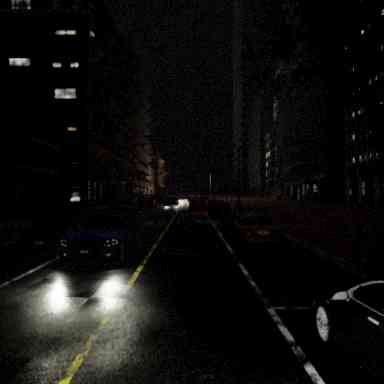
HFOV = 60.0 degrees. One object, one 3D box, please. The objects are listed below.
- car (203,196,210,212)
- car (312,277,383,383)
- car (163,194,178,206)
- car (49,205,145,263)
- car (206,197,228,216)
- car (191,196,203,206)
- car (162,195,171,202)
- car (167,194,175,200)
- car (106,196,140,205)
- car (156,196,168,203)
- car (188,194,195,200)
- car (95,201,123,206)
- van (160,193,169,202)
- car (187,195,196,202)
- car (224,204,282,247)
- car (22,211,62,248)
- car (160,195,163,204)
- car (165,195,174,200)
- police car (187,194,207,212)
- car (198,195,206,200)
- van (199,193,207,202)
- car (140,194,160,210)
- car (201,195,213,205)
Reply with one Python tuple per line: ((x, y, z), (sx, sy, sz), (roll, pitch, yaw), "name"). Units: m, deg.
((2.638, 1.490, 36.892), (2.008, 1.369, 4.403), (1, 0, 0), "car")
((2.694, 1.545, 3.475), (2.008, 1.369, 4.403), (1, 0, 0), "car")
((-3.166, 1.393, 52.660), (1.882, 1.535, 5.008), (0, 0, 0), "car")
((-3.122, 1.456, 12.138), (1.882, 1.535, 5.008), (0, 0, 0), "car")
((2.647, 1.499, 31.324), (2.008, 1.369, 4.403), (1, 0, 0), "car")
((0.806, 1.418, 54.576), (1.837, 1.490, 4.892), (0, 0, 0), "car")
((-5.808, 1.410, 75.697), (1.752, 1.417, 4.829), (1, 0, 0), "car")
((-5.836, 1.387, 92.406), (1.752, 1.417, 4.829), (1, 0, 0), "car")
((-5.720, 1.272, 25.740), (2.192, 1.841, 5.009), (1, 0, 0), "car")
((-5.790, 1.450, 64.727), (2.008, 1.369, 4.403), (1, 0, 0), "car")
((-0.146, 1.197, 85.987), (1.882, 1.535, 5.008), (0, 0, 0), "car")
((-5.714, 1.491, 20.000), (1.752, 1.417, 4.829), (1, 0, 0), "car")
((-5.796, 1.233, 70.297), (1.690, 1.788, 3.998), (1, 0, 0), "van")
((-0.126, 1.416, 73.798), (1.895, 1.301, 4.718), (0, 0, 0), "car")
((2.675, 1.500, 14.785), (1.752, 1.417, 4.829), (1, 0, 0), "car")
((-5.705, 1.541, 14.601), (1.947, 1.339, 4.313), (1, 0, 0), "car")
((-5.762, 1.467, 48.018), (1.887, 1.381, 4.507), (1, 0, 0), "car")
((-5.827, 1.420, 87.005), (2.008, 1.369, 4.403), (1, 0, 0), "car")
((0.618, 1.362, 38.671), (1.930, 1.638, 5.238), (0, 0, -3), "police car")
((2.553, 1.451, 87.019), (1.802, 1.307, 4.206), (1, 0, 0), "car")
((2.575, 1.225, 75.880), (1.690, 1.788, 3.998), (1, 0, 0), "van")
((-5.748, 1.246, 42.448), (2.192, 1.841, 5.009), (1, 0, 0), "car")
((2.602, 1.347, 59.171), (1.967, 1.590, 4.097), (1, 0, 0), "car")
